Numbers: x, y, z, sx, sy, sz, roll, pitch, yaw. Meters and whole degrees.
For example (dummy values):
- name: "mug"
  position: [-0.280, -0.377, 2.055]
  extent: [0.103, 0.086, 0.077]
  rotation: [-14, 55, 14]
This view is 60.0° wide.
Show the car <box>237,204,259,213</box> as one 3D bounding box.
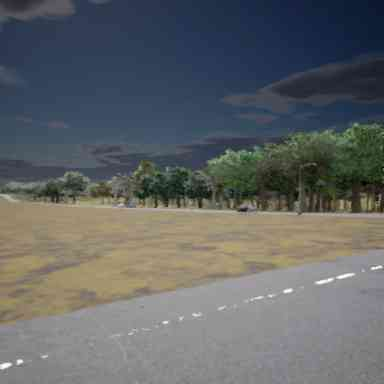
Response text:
- name: "car"
  position: [10.784, 3.107, 64.019]
  extent: [2.097, 1.767, 4.553]
  rotation: [1, -2, -33]
